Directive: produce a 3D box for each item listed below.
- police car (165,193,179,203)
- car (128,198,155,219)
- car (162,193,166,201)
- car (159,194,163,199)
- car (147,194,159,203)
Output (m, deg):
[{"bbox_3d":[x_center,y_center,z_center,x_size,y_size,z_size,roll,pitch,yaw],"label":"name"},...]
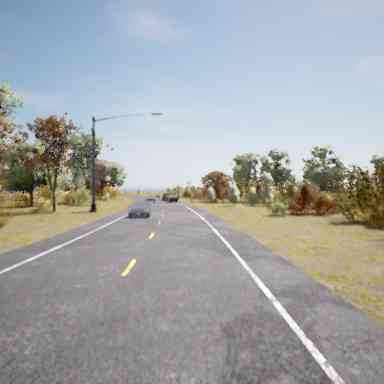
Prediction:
[{"bbox_3d":[-3.948,1.390,69.819,1.930,1.638,5.238,0,0,-8],"label":"police car"},{"bbox_3d":[-4.548,1.526,29.568,1.812,1.442,4.674,0,0,-4],"label":"car"},{"bbox_3d":[-5.445,1.457,79.651,1.837,1.490,4.892,0,0,-9],"label":"car"},{"bbox_3d":[-6.457,1.165,85.630,2.150,2.045,5.566,0,0,-10],"label":"car"},{"bbox_3d":[-8.571,1.405,69.989,1.882,1.535,5.008,0,0,-8],"label":"car"}]
